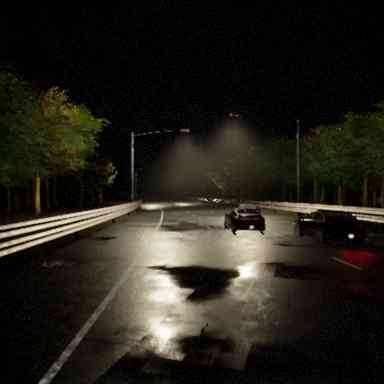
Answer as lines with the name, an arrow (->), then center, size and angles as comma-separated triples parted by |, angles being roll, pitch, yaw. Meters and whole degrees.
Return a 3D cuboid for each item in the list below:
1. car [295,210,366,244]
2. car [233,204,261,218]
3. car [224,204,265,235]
car -> 6.738, 1.662, 16.686 | 1.837, 1.490, 4.892 | 0, -1, -2
car -> 5.713, 1.943, 35.158 | 1.895, 1.301, 4.718 | 0, -1, -4
car -> 3.093, 1.690, 20.268 | 2.128, 1.511, 4.902 | 0, -1, -2
